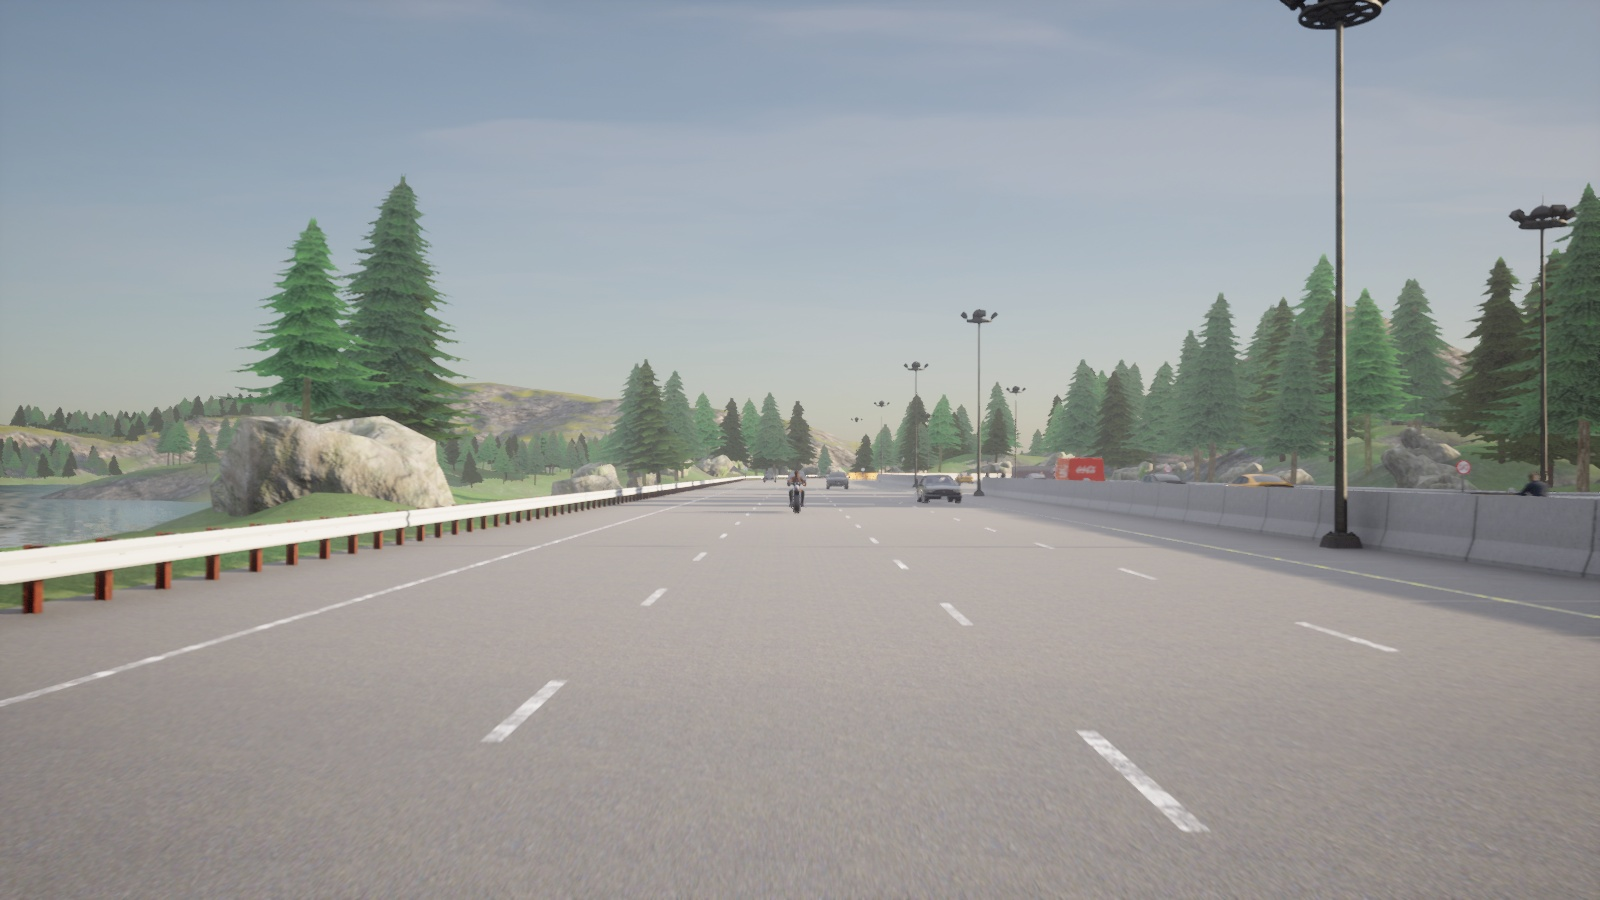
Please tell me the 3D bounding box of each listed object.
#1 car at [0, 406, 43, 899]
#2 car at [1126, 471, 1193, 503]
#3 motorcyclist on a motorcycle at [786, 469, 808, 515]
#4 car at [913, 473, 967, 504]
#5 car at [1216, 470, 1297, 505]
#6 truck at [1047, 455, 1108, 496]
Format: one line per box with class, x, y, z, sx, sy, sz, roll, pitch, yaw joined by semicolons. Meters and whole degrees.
car;-3.505;0.717;1.796;2.097;1.767;4.553;0;-1;0
car;17.357;1.768;60.811;1.837;1.490;4.892;0;-1;0
motorcyclist on a motorcycle;-0.109;1.541;46.334;0.766;1.649;2.350;0;-1;0
car;6.855;1.873;62.031;2.033;1.411;5.357;0;-1;0
car;20.865;1.673;57.612;1.882;1.535;5.008;0;-1;0
truck;17.314;1.579;78.645;2.627;2.467;5.204;0;-1;0
